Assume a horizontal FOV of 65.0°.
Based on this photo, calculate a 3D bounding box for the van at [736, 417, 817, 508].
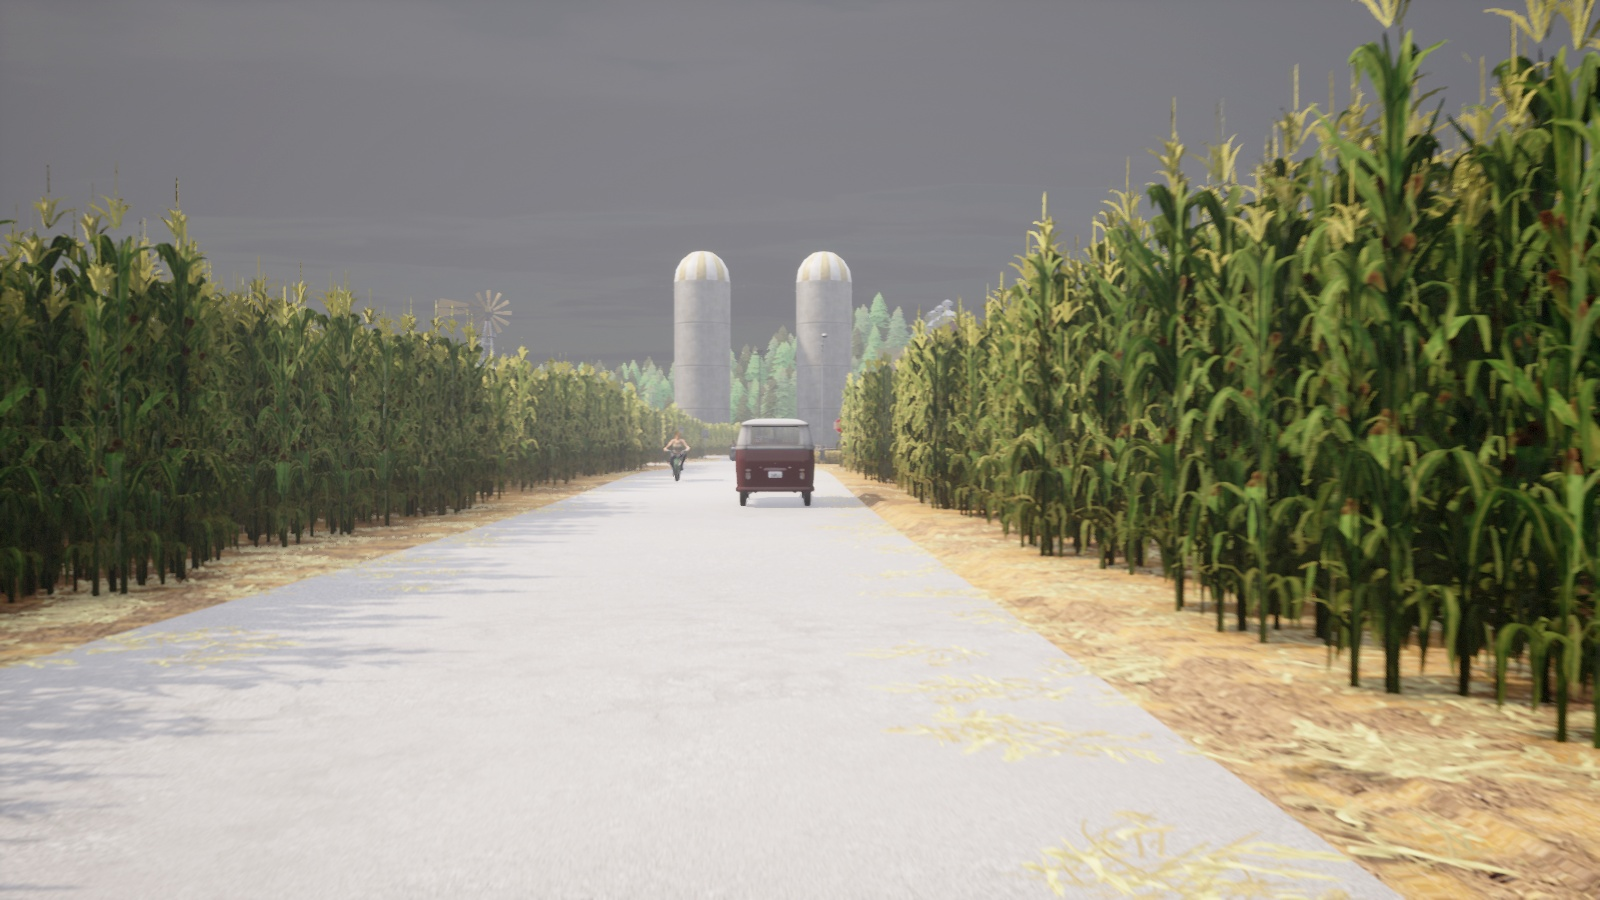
[{"bbox_3d":[-0.555,0.233,29.721,1.775,1.987,4.442,0,1,-1],"label":"van"}]

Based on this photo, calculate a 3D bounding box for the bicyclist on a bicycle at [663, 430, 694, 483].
[{"bbox_3d":[-3.855,0.193,39.790,0.866,1.612,1.509,0,1,-1],"label":"bicyclist on a bicycle"}]
